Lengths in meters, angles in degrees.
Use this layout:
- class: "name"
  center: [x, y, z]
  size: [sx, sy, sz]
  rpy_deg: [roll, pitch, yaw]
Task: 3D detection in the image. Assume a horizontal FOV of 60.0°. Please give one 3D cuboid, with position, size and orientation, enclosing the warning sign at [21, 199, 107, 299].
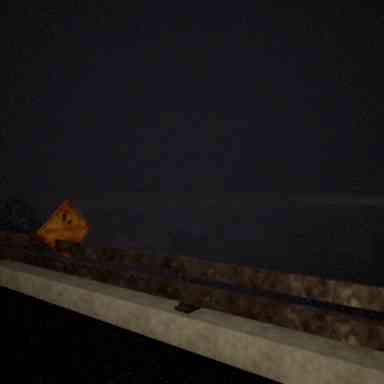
- class: "warning sign"
  center: [-2.705, 1.093, 7.098]
  size: [1.060, 1.860, 1.300]
  rpy_deg: [1, 0, 35]
